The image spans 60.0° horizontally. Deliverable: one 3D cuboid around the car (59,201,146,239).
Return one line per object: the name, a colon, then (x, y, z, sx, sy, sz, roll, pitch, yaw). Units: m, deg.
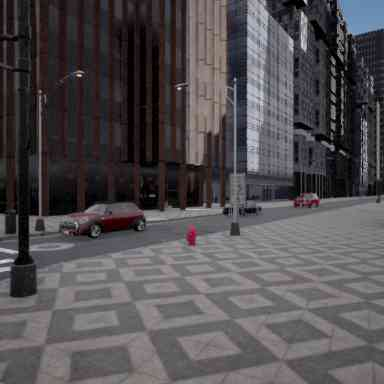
car: (-4.550, 1.302, 17.375, 2.097, 1.767, 4.553, 0, 0, 36)

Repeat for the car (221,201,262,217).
car: (4.534, 1.508, 30.065, 1.895, 1.301, 4.718, 0, 0, 36)

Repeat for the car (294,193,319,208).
car: (15.786, 1.184, 45.645, 2.150, 2.045, 5.566, 0, 0, 36)
